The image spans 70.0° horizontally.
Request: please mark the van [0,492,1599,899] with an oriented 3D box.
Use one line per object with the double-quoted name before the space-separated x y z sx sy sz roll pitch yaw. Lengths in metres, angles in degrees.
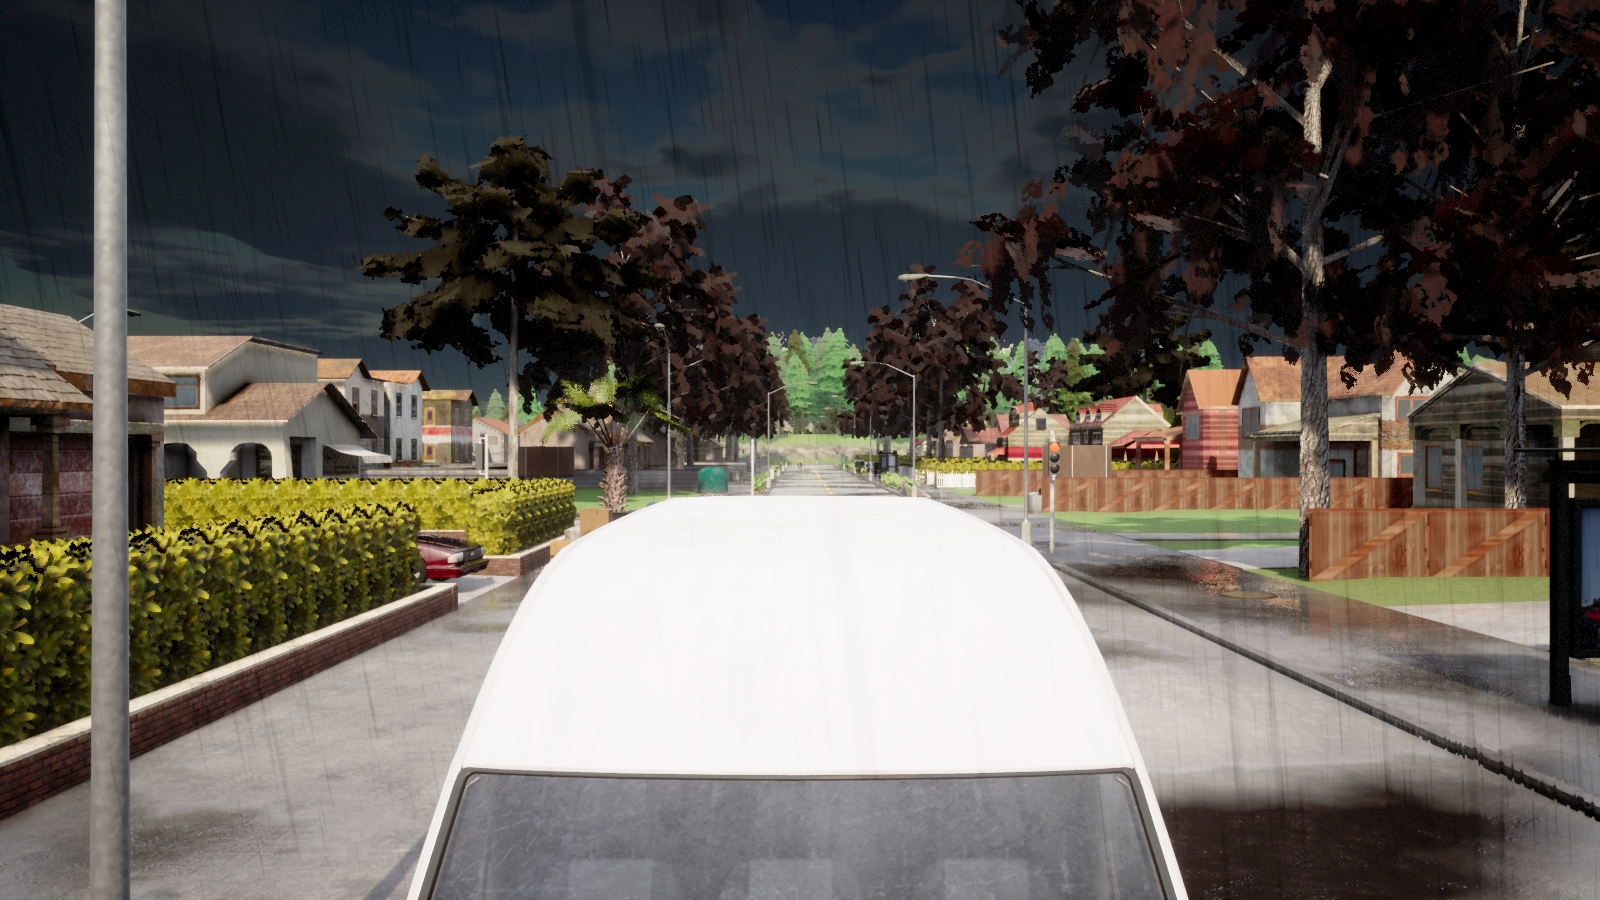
"van" 0.002 1.537 4.030 1.988 2.561 5.915 0 0 0
